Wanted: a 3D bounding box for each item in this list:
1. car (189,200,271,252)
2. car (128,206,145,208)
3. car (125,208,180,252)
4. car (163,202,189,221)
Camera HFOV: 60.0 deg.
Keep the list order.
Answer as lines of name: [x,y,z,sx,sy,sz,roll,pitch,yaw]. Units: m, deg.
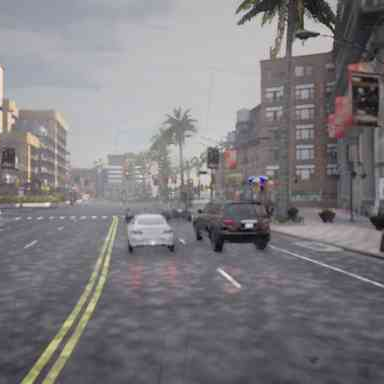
car: [1.590,1.358,14.985,2.150,2.045,5.566,0,0,-12]
car: [-4.883,1.885,29.052,1.895,1.301,4.718,0,-1,-12]
car: [-1.906,1.669,14.635,1.812,1.442,4.674,0,0,-11]
car: [-1.450,1.636,29.739,2.097,1.767,4.553,0,-1,-12]
